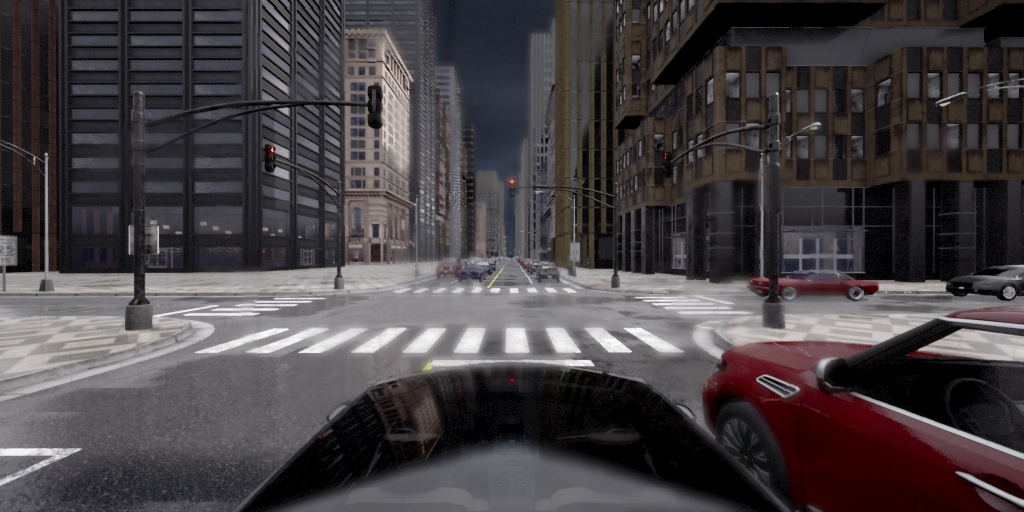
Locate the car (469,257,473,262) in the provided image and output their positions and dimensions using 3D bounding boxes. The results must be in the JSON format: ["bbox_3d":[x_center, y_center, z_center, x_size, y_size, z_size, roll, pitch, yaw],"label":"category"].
[{"bbox_3d":[-5.749,1.193,39.464,1.967,1.591,4.097,0,0,0],"label":"car"}]

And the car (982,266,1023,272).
[{"bbox_3d":[22.959,1.197,16.404,4.892,1.490,1.837,0,0,0],"label":"car"}]

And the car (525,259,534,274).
[{"bbox_3d":[2.776,1.304,39.469,2.007,1.370,4.403,0,0,0],"label":"car"}]

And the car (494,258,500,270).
[{"bbox_3d":[-3.076,1.304,48.784,2.033,1.411,5.357,0,0,0],"label":"car"}]

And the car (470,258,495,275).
[{"bbox_3d":[-3.087,1.279,38.415,1.812,1.442,4.674,0,0,0],"label":"car"}]

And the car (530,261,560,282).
[{"bbox_3d":[2.772,1.301,28.188,2.007,1.370,4.403,0,0,0],"label":"car"}]

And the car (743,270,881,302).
[{"bbox_3d":[13.525,1.314,16.361,4.718,1.301,1.895,0,0,0],"label":"car"}]

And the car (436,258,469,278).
[{"bbox_3d":[-5.751,1.067,33.822,2.192,1.841,5.009,0,0,0],"label":"car"}]

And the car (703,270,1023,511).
[{"bbox_3d":[2.763,1.065,1.215,2.192,1.841,5.009,0,0,0],"label":"car"}]

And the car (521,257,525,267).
[{"bbox_3d":[2.782,1.199,56.391,1.967,1.591,4.097,0,0,0],"label":"car"}]

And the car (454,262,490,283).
[{"bbox_3d":[-3.090,1.352,28.447,1.895,1.301,4.718,0,0,0],"label":"car"}]

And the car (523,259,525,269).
[{"bbox_3d":[2.778,1.300,45.110,1.888,1.381,4.507,0,0,0],"label":"car"}]
